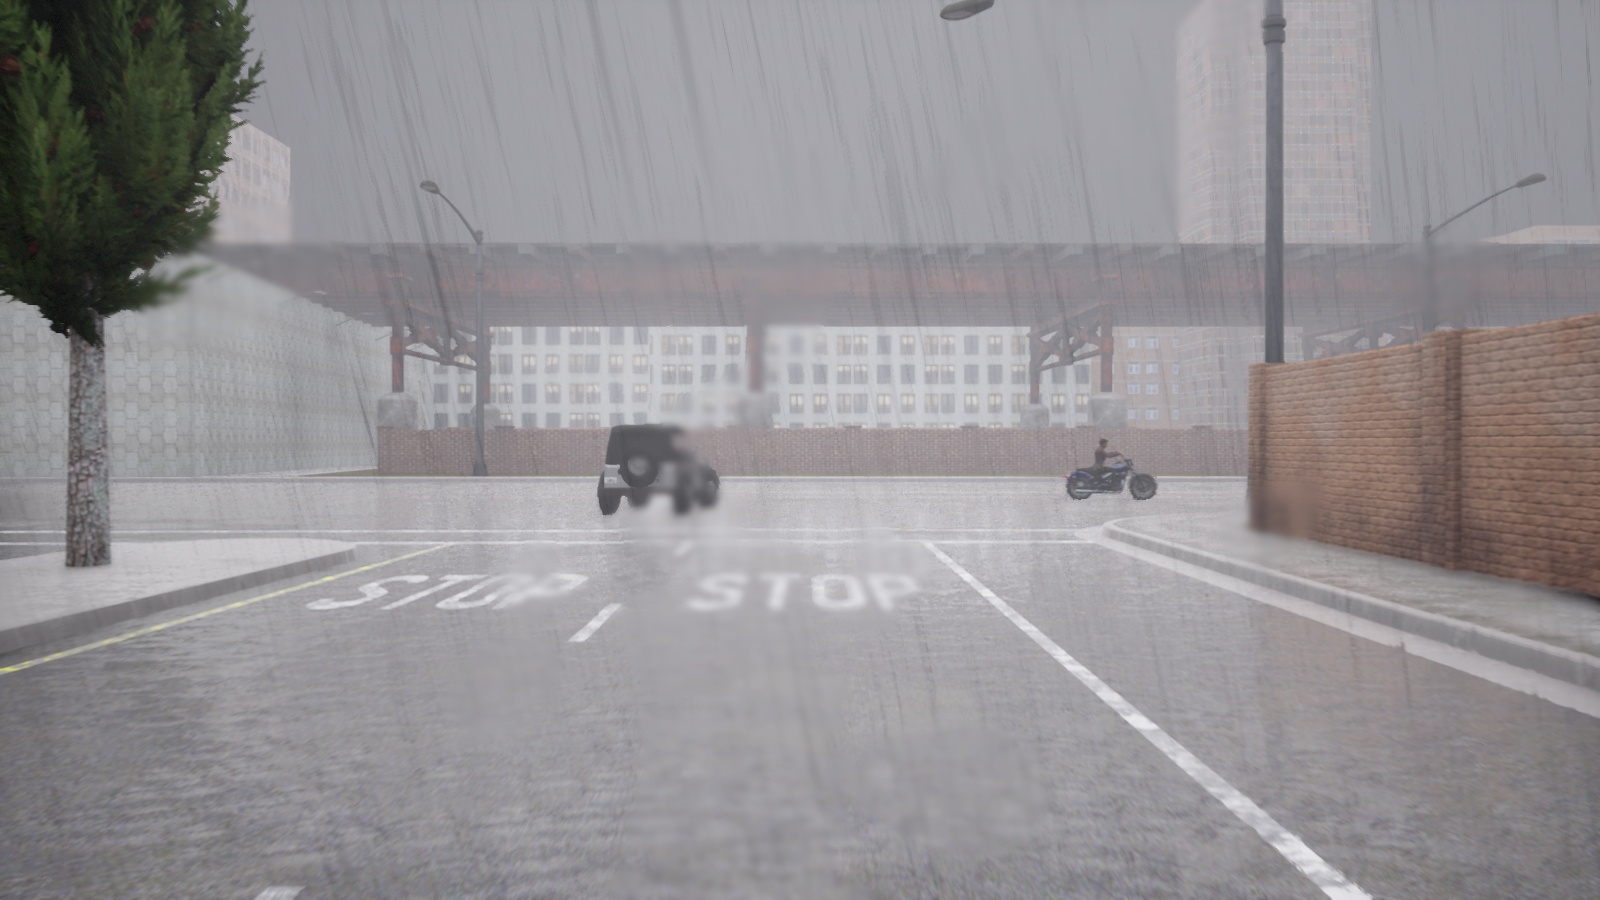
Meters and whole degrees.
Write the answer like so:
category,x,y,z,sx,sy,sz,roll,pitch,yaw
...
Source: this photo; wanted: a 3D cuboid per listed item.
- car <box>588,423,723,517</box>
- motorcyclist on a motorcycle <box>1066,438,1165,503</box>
category,x,y,z,sx,sy,sz,roll,pitch,yaw
car,-3.019,0.387,27.045,1.905,1.878,3.866,0,0,9
motorcyclist on a motorcycle,8.101,0.521,32.289,2.350,1.649,0.766,0,0,1
